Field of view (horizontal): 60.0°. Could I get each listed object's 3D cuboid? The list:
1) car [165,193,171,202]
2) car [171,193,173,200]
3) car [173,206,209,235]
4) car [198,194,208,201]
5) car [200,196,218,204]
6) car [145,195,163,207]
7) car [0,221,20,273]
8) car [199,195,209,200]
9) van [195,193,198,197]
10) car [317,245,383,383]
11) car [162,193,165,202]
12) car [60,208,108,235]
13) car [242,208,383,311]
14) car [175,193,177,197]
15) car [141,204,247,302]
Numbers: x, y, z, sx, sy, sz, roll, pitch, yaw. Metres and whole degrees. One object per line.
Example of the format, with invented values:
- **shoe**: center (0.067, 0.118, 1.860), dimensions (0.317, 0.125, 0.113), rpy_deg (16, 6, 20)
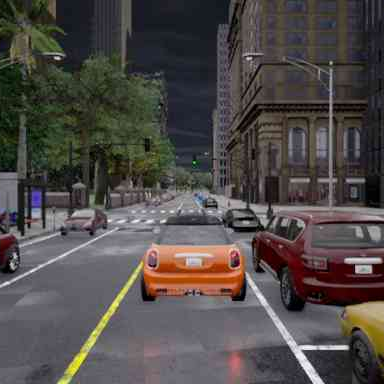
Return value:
- **car**: center (-6.141, 1.391, 72.050), dimensions (1.967, 1.590, 4.097), rpy_deg (0, 0, 0)
- **car**: center (-6.170, 1.258, 77.470), dimensions (2.192, 1.841, 5.009), rpy_deg (0, 0, 0)
- **car**: center (-0.031, 1.595, 19.821), dimensions (1.895, 1.301, 4.718), rpy_deg (0, 0, 0)
- **car**: center (2.470, 1.494, 55.985), dimensions (1.752, 1.417, 4.829), rpy_deg (0, 0, 0)
- **car**: center (2.528, 1.544, 44.974), dimensions (1.947, 1.339, 4.313), rpy_deg (0, 0, 0)
- **car**: center (-6.026, 1.525, 50.369), dimensions (2.008, 1.369, 4.403), rpy_deg (0, 0, 0)
- **car**: center (-5.801, 1.439, 7.658), dimensions (1.967, 1.590, 4.097), rpy_deg (0, 0, 0)
- **car**: center (2.499, 1.540, 50.394), dimensions (1.947, 1.339, 4.313), rpy_deg (0, 0, 0)
- **van**: center (2.327, 1.276, 82.916), dimensions (1.690, 1.788, 3.998), rpy_deg (0, 0, 0)
- **car**: center (2.753, 1.525, 2.432), dimensions (1.752, 1.417, 4.829), rpy_deg (0, 0, 0)
- **car**: center (-6.055, 1.409, 55.789), dimensions (1.967, 1.590, 4.097), rpy_deg (0, 0, 0)
- **car**: center (-5.858, 1.577, 18.510), dimensions (1.802, 1.307, 4.206), rpy_deg (0, 0, 0)
- **car**: center (2.724, 1.314, 7.687), dimensions (2.192, 1.841, 5.009), rpy_deg (0, 0, 0)
- **car**: center (-6.256, 1.232, 93.731), dimensions (2.192, 1.841, 5.009), rpy_deg (0, 0, 0)
- **car**: center (0.033, 1.350, 8.431), dimensions (2.097, 1.767, 4.553), rpy_deg (0, 0, 0)
